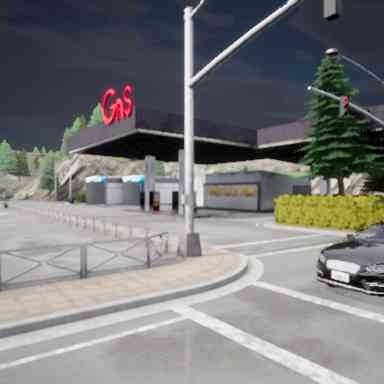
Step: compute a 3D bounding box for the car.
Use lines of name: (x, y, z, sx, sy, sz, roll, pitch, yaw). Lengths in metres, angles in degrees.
car: (5.075, 1.459, 7.912, 4.902, 1.511, 2.128, 1, -1, -31)
